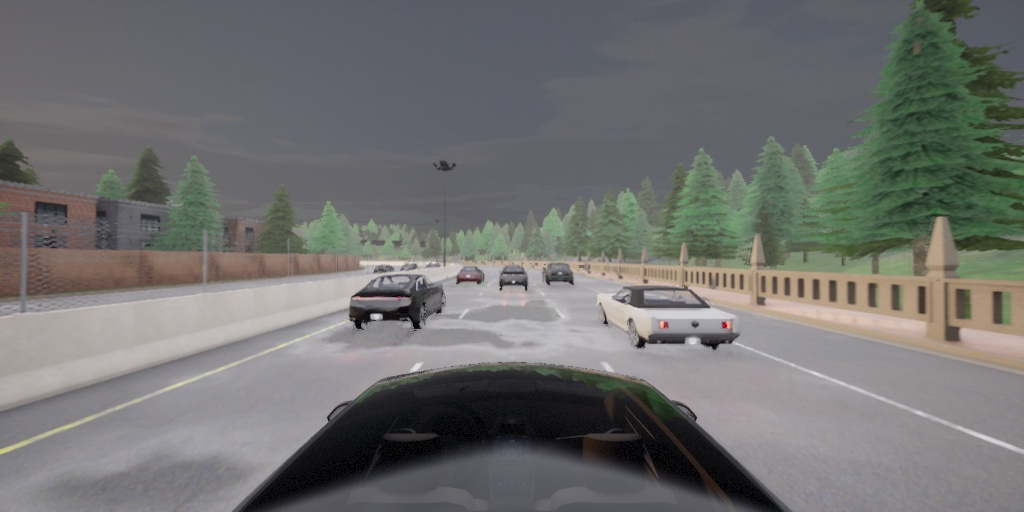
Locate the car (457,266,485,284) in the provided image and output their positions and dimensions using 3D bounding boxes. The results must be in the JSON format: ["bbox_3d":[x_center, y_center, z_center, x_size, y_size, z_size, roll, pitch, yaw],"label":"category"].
[{"bbox_3d":[-3.395,1.554,29.857,1.994,1.385,4.181,0,0,0],"label":"car"}]

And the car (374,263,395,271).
[{"bbox_3d":[-17.965,1.732,50.645,1.994,1.385,4.181,0,-1,-5],"label":"car"}]

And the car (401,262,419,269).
[{"bbox_3d":[-14.493,1.664,51.165,2.128,1.511,4.902,0,-1,-5],"label":"car"}]

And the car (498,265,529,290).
[{"bbox_3d":[0.103,1.436,24.607,2.128,1.511,4.902,0,-1,0],"label":"car"}]

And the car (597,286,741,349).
[{"bbox_3d":[3.601,1.416,9.347,1.895,1.301,4.718,0,0,0],"label":"car"}]

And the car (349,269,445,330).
[{"bbox_3d":[-3.398,1.324,11.417,2.128,1.511,4.902,0,0,0],"label":"car"}]

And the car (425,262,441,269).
[{"bbox_3d":[-10.914,1.653,49.863,2.128,1.511,4.902,0,-1,-4],"label":"car"}]

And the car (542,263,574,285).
[{"bbox_3d":[3.604,1.334,28.902,2.097,1.767,4.553,0,0,0],"label":"car"}]
